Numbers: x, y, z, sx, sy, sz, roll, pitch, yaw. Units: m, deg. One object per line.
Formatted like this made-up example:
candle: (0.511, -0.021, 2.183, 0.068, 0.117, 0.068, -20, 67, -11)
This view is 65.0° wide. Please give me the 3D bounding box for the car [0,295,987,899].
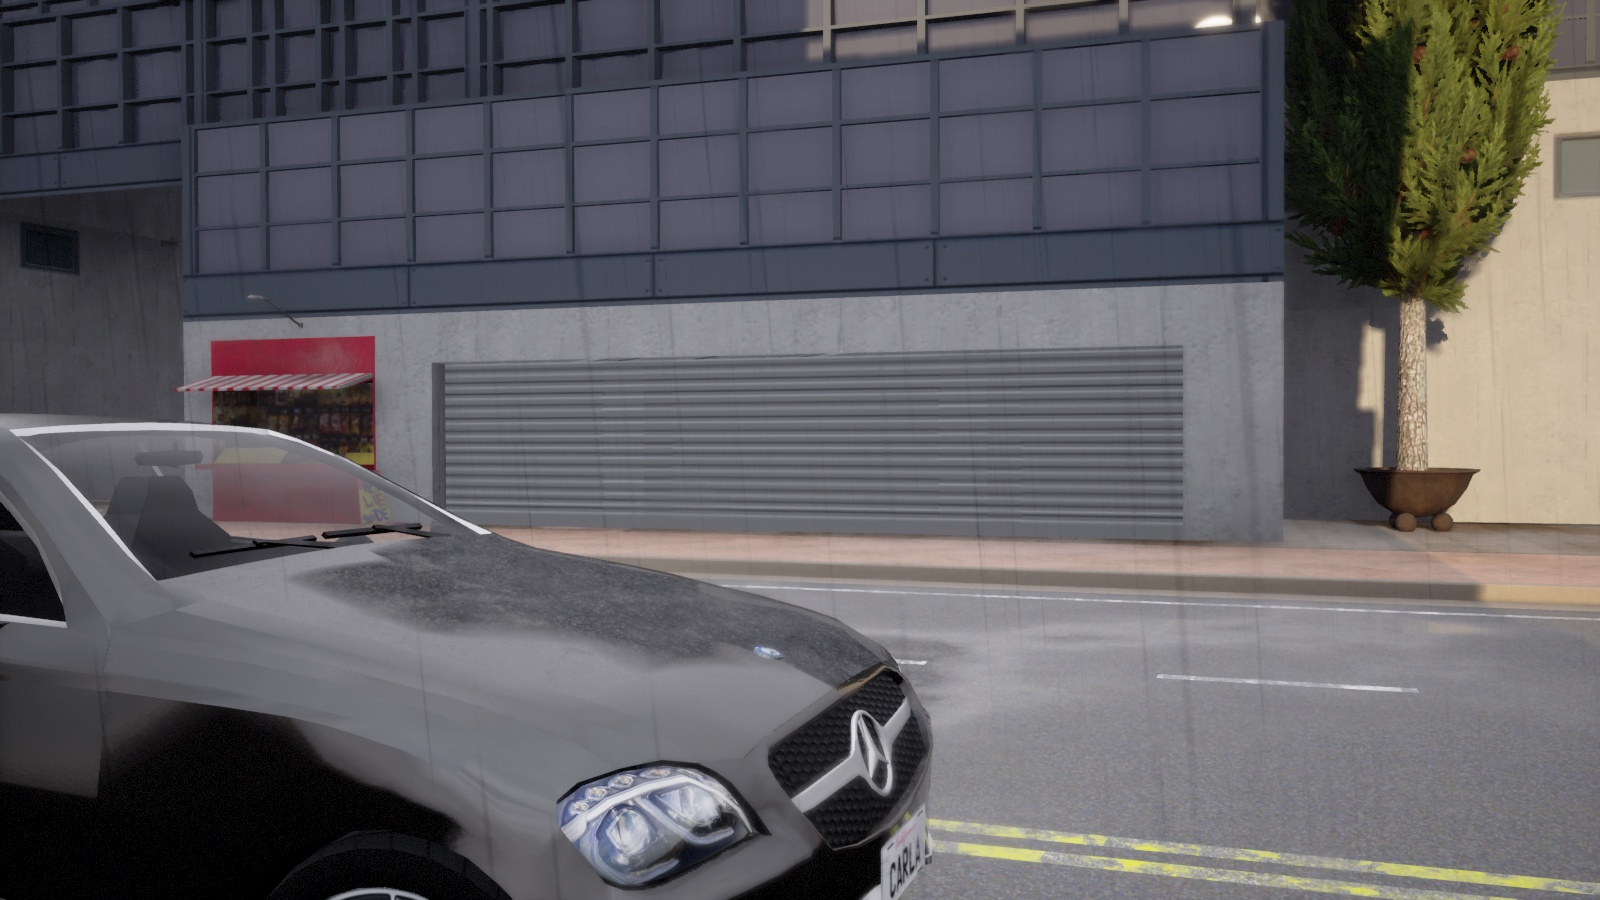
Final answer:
car: (-2.120, 0.535, 3.904, 5.027, 1.651, 2.152, 1, 1, 19)
